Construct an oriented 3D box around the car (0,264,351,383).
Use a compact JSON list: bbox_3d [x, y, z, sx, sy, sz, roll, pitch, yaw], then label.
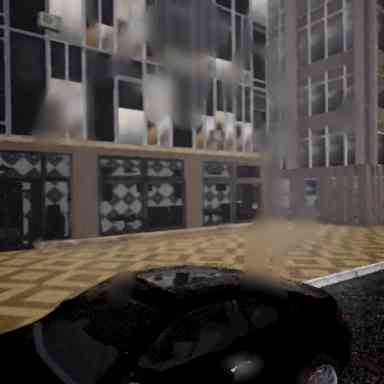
[{"bbox_3d":[-0.341,1.523,3.116,4.674,1.442,1.812,0,0,-36],"label":"car"}]
